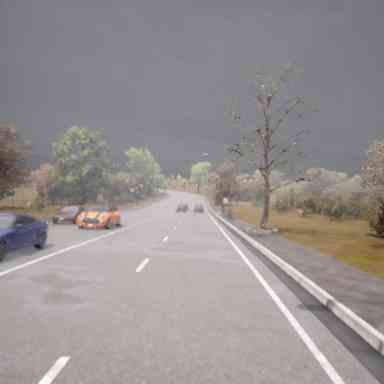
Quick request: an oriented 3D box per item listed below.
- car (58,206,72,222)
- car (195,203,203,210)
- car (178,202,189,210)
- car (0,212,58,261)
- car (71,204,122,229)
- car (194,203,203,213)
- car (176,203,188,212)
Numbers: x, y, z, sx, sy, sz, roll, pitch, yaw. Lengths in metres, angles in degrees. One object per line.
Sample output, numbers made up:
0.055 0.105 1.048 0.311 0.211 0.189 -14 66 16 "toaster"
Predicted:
-10.009 1.870 28.004 1.812 1.442 4.674 2 -2 2 "car"
1.580 3.328 76.834 1.812 1.442 4.674 2 1 1 "car"
-1.918 3.232 76.910 2.128 1.511 4.902 2 1 1 "car"
-6.869 1.490 12.062 1.812 1.442 4.674 2 -1 1 "car"
-6.597 1.675 24.096 2.097 1.767 4.553 2 -2 2 "car"
1.356 3.367 66.497 2.033 1.411 5.357 2 -2 1 "car"
-2.142 3.270 66.572 2.033 1.411 5.357 2 -2 1 "car"
